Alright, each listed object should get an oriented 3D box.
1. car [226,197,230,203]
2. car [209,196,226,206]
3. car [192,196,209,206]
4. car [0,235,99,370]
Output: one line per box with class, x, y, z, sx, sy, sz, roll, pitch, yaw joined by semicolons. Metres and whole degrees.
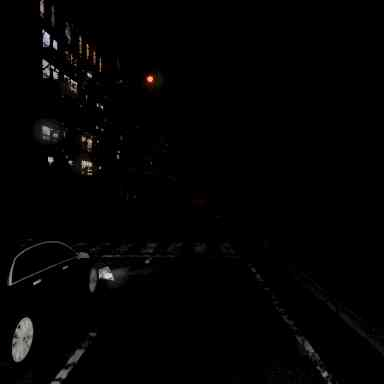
car;7.849;1.855;78.711;1.994;1.385;4.181;0;0;12
car;4.673;1.682;59.491;1.837;1.490;4.892;0;0;8
car;1.379;1.530;59.352;2.097;1.767;4.553;0;0;8
car;-3.047;1.507;5.679;1.837;1.490;4.892;0;0;1
